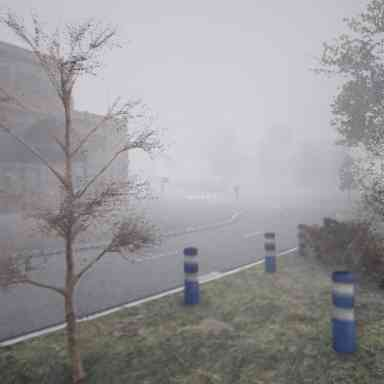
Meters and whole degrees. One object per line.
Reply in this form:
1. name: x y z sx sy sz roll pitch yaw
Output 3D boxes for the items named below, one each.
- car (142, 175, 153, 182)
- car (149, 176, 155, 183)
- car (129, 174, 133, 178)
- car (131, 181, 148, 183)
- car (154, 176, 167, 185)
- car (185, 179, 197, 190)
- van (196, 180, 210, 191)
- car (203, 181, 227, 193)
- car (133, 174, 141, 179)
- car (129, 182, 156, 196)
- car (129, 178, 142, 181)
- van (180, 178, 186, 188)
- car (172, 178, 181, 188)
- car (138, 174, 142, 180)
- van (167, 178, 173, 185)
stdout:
1. car: -9.408 -3.238 86.313 2.435 2.045 5.566 5 5 37
2. car: -7.797 -2.704 83.805 2.163 1.488 4.792 5 5 37
3. car: -14.464 -3.741 93.672 1.946 1.575 5.366 6 5 36
4. car: -9.910 -0.507 55.211 2.163 1.488 4.792 4 6 36
5. car: -6.192 -2.478 81.256 2.231 1.521 4.892 6 5 37
6. car: 1.759 -1.461 68.540 2.435 2.045 5.566 6 5 38
7. van: 3.426 -1.188 66.128 1.878 1.987 4.442 5 5 38
8. car: 4.928 -0.706 63.516 2.097 1.535 5.008 5 5 38
9. car: -12.684 -3.744 91.337 2.435 2.045 5.566 5 5 37
10. car: -8.281 -0.248 52.750 2.002 1.452 4.674 4 6 36
11. car: -11.545 -0.907 57.632 2.185 1.767 4.553 5 6 36
12. van: 0.119 -1.686 71.007 1.878 1.987 4.442 6 6 38
13. car: -1.426 -1.843 73.621 2.185 1.767 4.553 5 5 38
14. car: -11.071 -3.239 88.828 2.231 1.521 4.892 5 5 37
15. van: -2.923 -2.201 76.267 1.878 1.987 4.442 5 5 38
